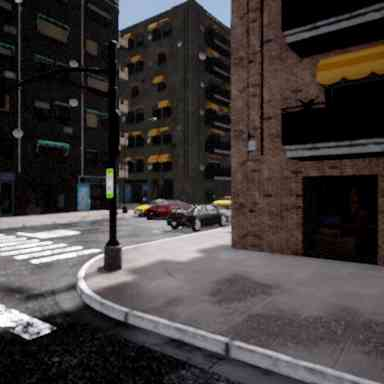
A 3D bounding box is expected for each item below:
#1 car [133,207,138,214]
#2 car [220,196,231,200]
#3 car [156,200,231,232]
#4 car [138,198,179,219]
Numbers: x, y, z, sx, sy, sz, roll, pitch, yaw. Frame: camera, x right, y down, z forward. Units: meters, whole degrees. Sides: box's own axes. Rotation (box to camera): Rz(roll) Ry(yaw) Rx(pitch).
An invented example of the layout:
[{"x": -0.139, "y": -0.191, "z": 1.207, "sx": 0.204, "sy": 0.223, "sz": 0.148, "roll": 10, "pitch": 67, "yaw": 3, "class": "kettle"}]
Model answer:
[{"x": -2.734, "y": 1.237, "z": 27.585, "sx": 1.752, "sy": 1.417, "sz": 4.829, "roll": 1, "pitch": 1, "yaw": 36, "class": "car"}, {"x": 3.972, "y": 1.096, "z": 36.731, "sx": 1.752, "sy": 1.417, "sz": 4.829, "roll": 1, "pitch": 1, "yaw": 36, "class": "car"}, {"x": 0.387, "y": 1.324, "z": 18.514, "sx": 2.008, "sy": 1.369, "sz": 4.403, "roll": 1, "pitch": 1, "yaw": 36, "class": "car"}, {"x": -1.666, "y": 1.293, "z": 24.888, "sx": 1.994, "sy": 1.385, "sz": 4.181, "roll": 0, "pitch": 1, "yaw": 36, "class": "car"}]
